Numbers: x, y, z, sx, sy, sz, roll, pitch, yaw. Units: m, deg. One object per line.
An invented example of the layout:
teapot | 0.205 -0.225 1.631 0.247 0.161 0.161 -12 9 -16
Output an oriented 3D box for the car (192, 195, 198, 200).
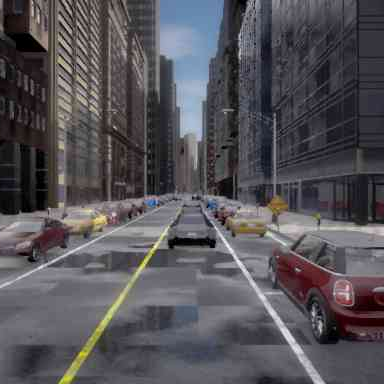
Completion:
car | 0.854 1.554 94.677 1.837 1.490 4.892 1 0 0

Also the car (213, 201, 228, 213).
car | 2.766 1.546 23.202 1.887 1.381 4.507 0 0 0

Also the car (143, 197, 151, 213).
car | -5.759 1.548 34.398 1.887 1.381 4.507 0 0 0

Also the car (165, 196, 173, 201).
car | -5.760 1.594 84.813 1.802 1.307 4.206 0 0 0

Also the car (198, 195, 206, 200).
car | 2.765 1.580 90.428 1.947 1.339 4.313 0 0 0

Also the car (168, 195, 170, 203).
car | -5.760 1.573 62.406 1.947 1.339 4.313 0 0 0

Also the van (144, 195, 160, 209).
van | -5.759 1.345 45.602 1.690 1.788 3.998 0 0 0

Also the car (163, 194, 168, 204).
car | -5.759 1.446 56.805 1.967 1.590 4.097 0 0 0

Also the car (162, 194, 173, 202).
car | -5.759 1.325 79.212 2.192 1.841 5.009 0 0 0

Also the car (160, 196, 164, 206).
car | -5.760 1.587 51.203 1.802 1.307 4.206 0 0 0

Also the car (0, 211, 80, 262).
car | -5.760 1.582 11.990 1.802 1.307 4.206 0 0 0

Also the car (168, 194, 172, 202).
car | -5.759 1.448 68.008 1.967 1.590 4.097 0 0 0

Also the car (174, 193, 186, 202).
car | -3.000 1.497 76.685 2.033 1.411 5.357 0 0 0

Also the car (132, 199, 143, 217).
car | -5.759 1.547 28.795 1.887 1.381 4.507 0 0 0

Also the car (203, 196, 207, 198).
car | 2.766 1.549 45.611 1.887 1.381 4.507 0 0 0

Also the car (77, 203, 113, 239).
car | -5.759 1.526 17.422 1.752 1.417 4.829 0 0 0

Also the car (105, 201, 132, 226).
car | -5.759 1.442 23.194 1.967 1.590 4.097 0 0 0

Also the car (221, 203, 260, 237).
car | 2.766 1.526 17.770 1.752 1.417 4.829 0 0 0

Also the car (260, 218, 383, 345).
car | 2.766 1.440 6.395 1.967 1.590 4.097 0 0 0

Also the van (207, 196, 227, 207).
van | 2.766 1.344 34.406 1.690 1.788 3.998 0 0 0

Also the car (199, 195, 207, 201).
car | 2.765 1.578 84.826 1.947 1.339 4.313 0 0 0

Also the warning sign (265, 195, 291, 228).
warning sign | 5.064 1.116 19.680 1.300 1.860 1.060 0 0 0

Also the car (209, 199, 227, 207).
car | 2.766 1.547 28.804 1.887 1.381 4.507 0 0 0

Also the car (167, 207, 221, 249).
car | 0.000 1.574 14.650 1.994 1.385 4.181 0 0 0

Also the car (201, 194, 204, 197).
car | 2.766 1.445 51.213 1.967 1.590 4.097 0 0 0

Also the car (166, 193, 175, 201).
car | -5.759 1.330 90.415 2.192 1.841 5.009 0 0 0

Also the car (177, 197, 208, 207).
car | 0.000 1.498 29.650 2.128 1.511 4.902 0 0 0

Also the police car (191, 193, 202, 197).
police car | 0.859 1.439 84.784 1.930 1.638 5.238 0 0 0

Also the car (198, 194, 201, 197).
car | 2.766 1.553 68.019 1.887 1.381 4.507 0 0 0

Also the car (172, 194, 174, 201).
car | -5.760 1.575 73.610 1.947 1.339 4.313 0 0 0
